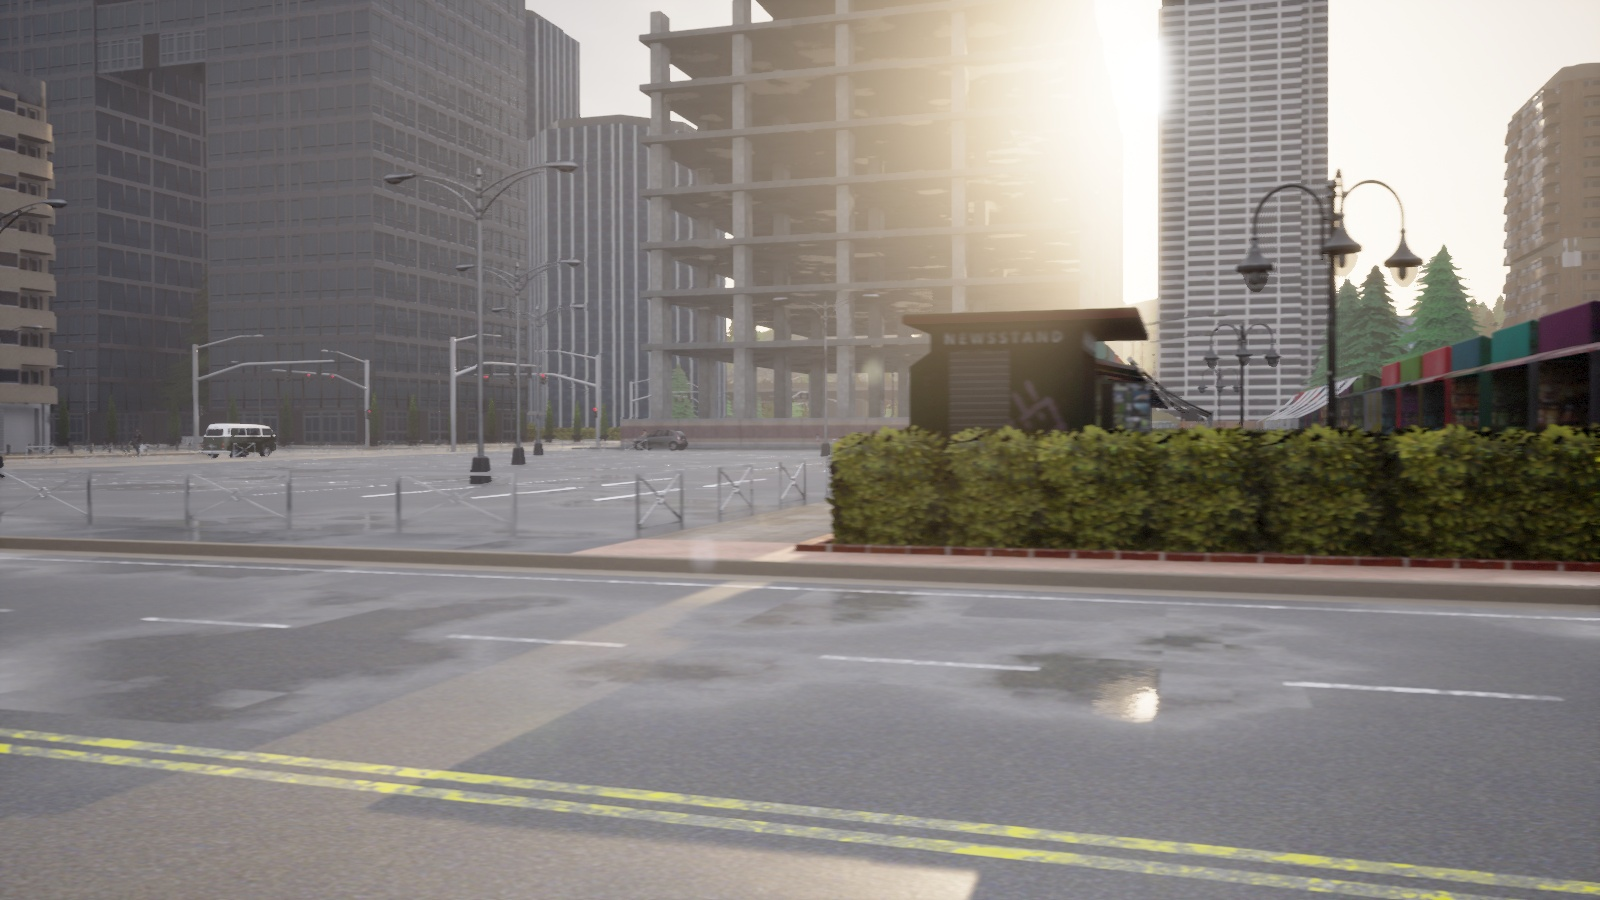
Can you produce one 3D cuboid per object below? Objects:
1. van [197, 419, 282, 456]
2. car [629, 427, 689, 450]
[{"bbox_3d":[-32.516,-0.741,72.985,2.069,2.038,4.480,0,1,17],"label":"van"},{"bbox_3d":[-10.514,-0.872,93.764,3.988,1.617,1.851,0,1,17],"label":"car"}]
